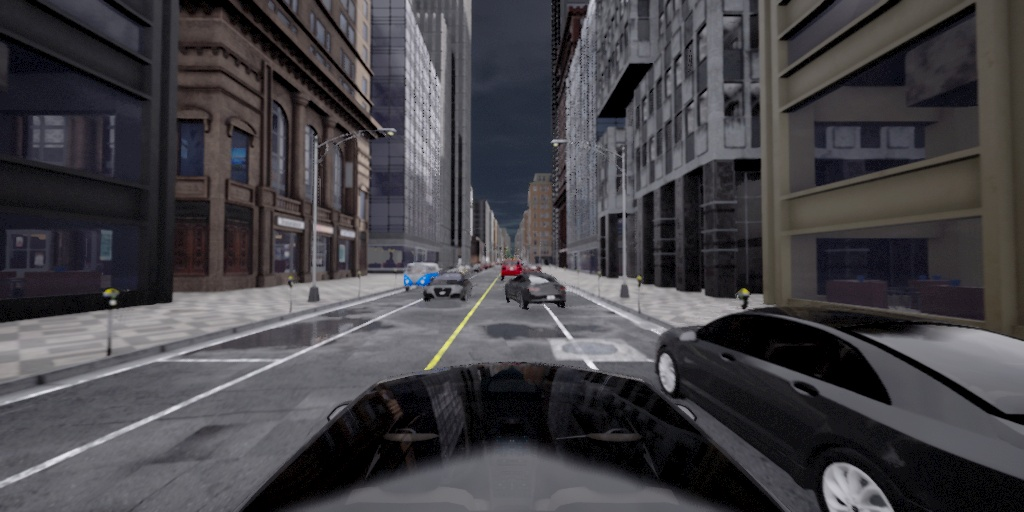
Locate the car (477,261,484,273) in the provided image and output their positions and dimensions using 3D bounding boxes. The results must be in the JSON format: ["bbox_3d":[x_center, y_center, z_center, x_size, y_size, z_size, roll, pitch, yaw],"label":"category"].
[{"bbox_3d":[-6.037,1.982,57.449,1.948,1.339,4.313,0,0,0],"label":"car"}]

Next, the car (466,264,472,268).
[{"bbox_3d":[-5.981,1.739,40.407,1.751,1.417,4.829,0,0,0],"label":"car"}]

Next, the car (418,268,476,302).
[{"bbox_3d":[-3.149,1.510,18.251,1.994,1.385,4.181,0,-1,0],"label":"car"}]

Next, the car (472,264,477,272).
[{"bbox_3d":[-6.000,1.831,46.201,2.007,1.370,4.403,0,0,0],"label":"car"}]

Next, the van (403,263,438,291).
[{"bbox_3d":[-5.926,1.352,23.704,1.690,1.789,3.998,0,0,0],"label":"van"}]

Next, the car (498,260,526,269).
[{"bbox_3d":[-0.021,1.393,37.200,2.150,2.045,5.566,0,-1,0],"label":"car"}]

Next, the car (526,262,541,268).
[{"bbox_3d":[2.544,1.758,40.598,1.888,1.381,4.507,0,0,0],"label":"car"}]

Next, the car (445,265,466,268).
[{"bbox_3d":[-5.963,1.712,34.952,1.948,1.339,4.313,0,0,0],"label":"car"}]

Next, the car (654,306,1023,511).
[{"bbox_3d":[3.142,1.278,3.732,1.837,1.490,4.892,0,-1,0],"label":"car"}]

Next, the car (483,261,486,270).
[{"bbox_3d":[-6.056,2.030,63.073,1.888,1.381,4.507,0,0,0],"label":"car"}]

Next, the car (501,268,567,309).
[{"bbox_3d":[0.938,1.444,15.908,1.812,1.442,4.674,0,0,-14],"label":"car"}]
